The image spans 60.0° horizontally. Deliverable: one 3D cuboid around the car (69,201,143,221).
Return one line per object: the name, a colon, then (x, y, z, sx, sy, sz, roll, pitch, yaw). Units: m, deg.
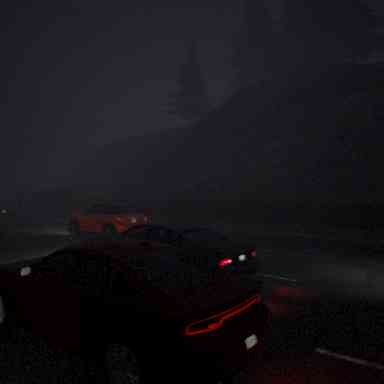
car: (-4.272, 1.329, 16.699, 4.553, 1.767, 2.097, 0, 0, 41)

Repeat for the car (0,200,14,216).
car: (-17.696, 1.448, 30.572, 1.812, 1.442, 4.674, 0, 0, -40)

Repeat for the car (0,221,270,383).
car: (-1.315, 1.471, 5.150, 5.008, 1.535, 1.882, 0, 0, 37)

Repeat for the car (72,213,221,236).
car: (-0.812, 1.541, 9.142, 5.357, 1.411, 2.033, 0, 0, 39)
